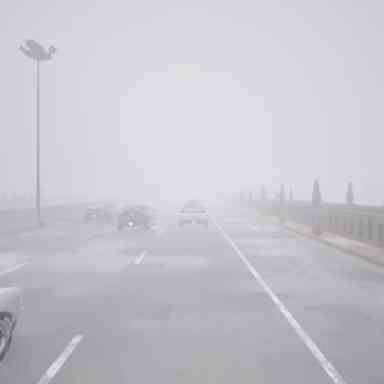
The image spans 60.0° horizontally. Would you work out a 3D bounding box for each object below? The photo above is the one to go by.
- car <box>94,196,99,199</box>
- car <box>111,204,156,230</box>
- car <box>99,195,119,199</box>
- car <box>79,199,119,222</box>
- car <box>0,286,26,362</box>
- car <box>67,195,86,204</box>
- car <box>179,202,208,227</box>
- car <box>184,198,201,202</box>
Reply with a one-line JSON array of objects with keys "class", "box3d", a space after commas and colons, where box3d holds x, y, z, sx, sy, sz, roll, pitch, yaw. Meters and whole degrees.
[{"class": "car", "box3d": [-17.256, 1.505, 63.266, 1.837, 1.490, 4.892, 0, 0, 2]}, {"class": "car", "box3d": [-3.407, 1.506, 20.866, 1.837, 1.490, 4.892, 0, 0, 0]}, {"class": "car", "box3d": [-13.920, 1.354, 57.326, 2.097, 1.767, 4.553, 0, 0, 2]}, {"class": "car", "box3d": [-6.908, 1.527, 25.812, 1.812, 1.442, 4.674, 0, 0, 0]}, {"class": "car", "box3d": [-3.401, 1.601, 2.808, 1.895, 1.301, 4.718, 0, 0, 0]}, {"class": "car", "box3d": [-20.841, 1.354, 60.059, 2.097, 1.767, 4.553, 0, 0, 2]}, {"class": "car", "box3d": [0.091, 1.602, 22.985, 1.895, 1.301, 4.718, 0, 0, 0]}, {"class": "car", "box3d": [0.088, 1.508, 41.524, 1.837, 1.490, 4.892, 0, 0, 0]}]
